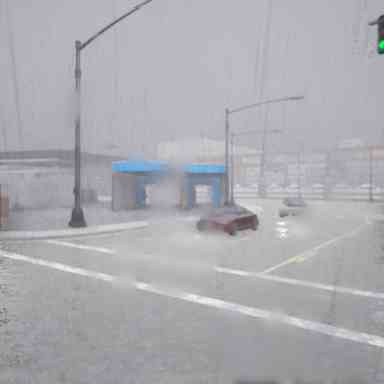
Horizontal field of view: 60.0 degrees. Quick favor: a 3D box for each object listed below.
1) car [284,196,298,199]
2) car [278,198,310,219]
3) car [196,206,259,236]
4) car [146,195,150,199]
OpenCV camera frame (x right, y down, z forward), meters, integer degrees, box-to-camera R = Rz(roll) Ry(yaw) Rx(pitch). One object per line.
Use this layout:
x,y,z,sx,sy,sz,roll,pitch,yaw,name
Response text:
12.969,1.297,43.023,2.128,1.511,4.902,0,0,5,car
8.626,1.484,27.927,1.895,1.301,4.718,0,0,27,car
2.013,1.481,18.051,1.994,1.385,4.181,1,0,36,car
-12.455,1.022,80.968,4.718,1.301,1.895,1,0,37,car
